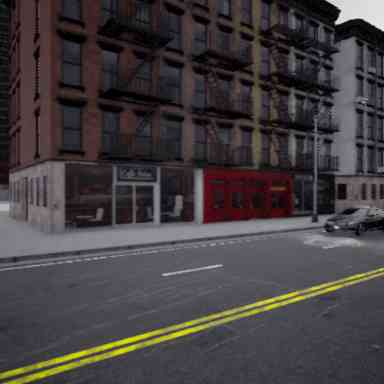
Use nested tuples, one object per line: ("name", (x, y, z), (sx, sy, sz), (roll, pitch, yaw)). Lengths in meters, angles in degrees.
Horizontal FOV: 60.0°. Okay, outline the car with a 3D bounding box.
("car", (9.232, 1.525, 18.249), (4.674, 1.442, 1.812), (0, 0, -35))
